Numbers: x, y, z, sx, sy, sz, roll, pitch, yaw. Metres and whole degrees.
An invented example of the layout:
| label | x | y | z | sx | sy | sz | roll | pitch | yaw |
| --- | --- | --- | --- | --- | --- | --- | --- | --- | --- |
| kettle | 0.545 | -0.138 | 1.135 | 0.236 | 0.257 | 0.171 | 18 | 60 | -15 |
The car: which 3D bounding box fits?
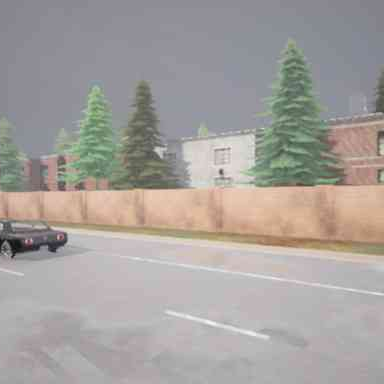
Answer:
| label | x | y | z | sx | sy | sz | roll | pitch | yaw |
| --- | --- | --- | --- | --- | --- | --- | --- | --- | --- |
| car | -7.108 | 1.748 | 13.259 | 4.718 | 1.301 | 1.895 | -1 | 0 | 36 |
